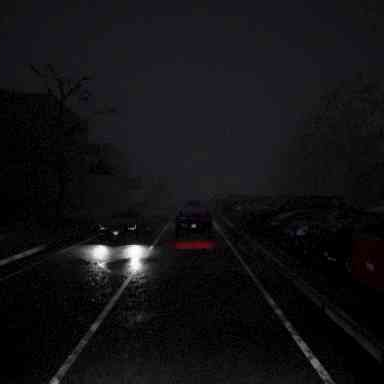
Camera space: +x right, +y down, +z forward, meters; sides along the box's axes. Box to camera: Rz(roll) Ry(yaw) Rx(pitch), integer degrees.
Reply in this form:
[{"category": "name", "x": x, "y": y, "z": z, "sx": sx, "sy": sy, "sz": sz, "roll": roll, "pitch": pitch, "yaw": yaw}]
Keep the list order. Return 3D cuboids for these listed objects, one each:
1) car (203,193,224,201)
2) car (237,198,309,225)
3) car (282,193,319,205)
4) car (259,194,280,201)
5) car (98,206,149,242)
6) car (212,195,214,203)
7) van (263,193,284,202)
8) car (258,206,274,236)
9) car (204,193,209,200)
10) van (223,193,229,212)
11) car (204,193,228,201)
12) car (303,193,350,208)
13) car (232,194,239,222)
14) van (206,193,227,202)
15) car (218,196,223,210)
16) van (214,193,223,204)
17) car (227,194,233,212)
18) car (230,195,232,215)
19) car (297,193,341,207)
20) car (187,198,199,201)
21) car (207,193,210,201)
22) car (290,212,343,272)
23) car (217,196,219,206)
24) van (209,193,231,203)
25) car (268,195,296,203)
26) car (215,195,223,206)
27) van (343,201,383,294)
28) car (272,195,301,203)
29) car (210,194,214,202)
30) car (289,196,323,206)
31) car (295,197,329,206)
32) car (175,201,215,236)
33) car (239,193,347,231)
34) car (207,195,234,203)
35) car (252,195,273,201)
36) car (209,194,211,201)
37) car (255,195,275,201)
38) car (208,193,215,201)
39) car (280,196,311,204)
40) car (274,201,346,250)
[{"category": "car", "x": 5.605, "y": 1.238, "z": 88.104, "sx": 5.566, "sy": 2.045, "sz": 2.435, "roll": 0, "pitch": 0, "yaw": 0}, {"category": "car", "x": 5.627, "y": 1.338, "z": 23.632, "sx": 4.553, "sy": 1.767, "sz": 2.185, "roll": 0, "pitch": 0, "yaw": 0}, {"category": "car", "x": 18.656, "y": 1.163, "z": 57.461, "sx": 5.566, "sy": 2.045, "sz": 2.435, "roll": 0, "pitch": 0, "yaw": 0}, {"category": "car", "x": 18.625, "y": 1.323, "z": 79.739, "sx": 4.553, "sy": 1.767, "sz": 2.185, "roll": 0, "pitch": 0, "yaw": 0}, {"category": "car", "x": -3.253, "y": 1.505, "z": 16.610, "sx": 1.837, "sy": 1.490, "sz": 4.892, "roll": 0, "pitch": 0, "yaw": 0}, {"category": "car", "x": 5.652, "y": 1.455, "z": 46.058, "sx": 4.792, "sy": 1.488, "sz": 2.163, "roll": 0, "pitch": 0, "yaw": 0}, {"category": "van", "x": 18.774, "y": 1.216, "z": 76.958, "sx": 4.442, "sy": 1.987, "sz": 1.878, "roll": 0, "pitch": 0, "yaw": 0}, {"category": "car", "x": 5.669, "y": 1.518, "z": 15.222, "sx": 4.674, "sy": 1.452, "sz": 2.002, "roll": 0, "pitch": 0, "yaw": 0}, {"category": "car", "x": 5.624, "y": 1.172, "z": 62.875, "sx": 5.566, "sy": 2.045, "sz": 2.435, "roll": 0, "pitch": 0, "yaw": 0}, {"category": "van", "x": 5.528, "y": 1.224, "z": 32.041, "sx": 4.442, "sy": 1.987, "sz": 1.878, "roll": 0, "pitch": 0, "yaw": 0}, {"category": "car", "x": 5.605, "y": 1.201, "z": 79.694, "sx": 5.566, "sy": 2.045, "sz": 2.435, "roll": 0, "pitch": 0, "yaw": 0}, {"category": "car", "x": 18.673, "y": 1.171, "z": 46.444, "sx": 5.566, "sy": 2.045, "sz": 2.435, "roll": 0, "pitch": 0, "yaw": 0}, {"category": "car", "x": 5.634, "y": 1.217, "z": 20.828, "sx": 5.566, "sy": 2.045, "sz": 2.435, "roll": 0, "pitch": 0, "yaw": 0}, {"category": "van", "x": 5.464, "y": 1.214, "z": 74.089, "sx": 4.442, "sy": 1.987, "sz": 1.878, "roll": 0, "pitch": 0, "yaw": 0}, {"category": "car", "x": 5.635, "y": 1.444, "z": 34.845, "sx": 5.008, "sy": 1.535, "sz": 2.097, "roll": 0, "pitch": 0, "yaw": 0}, {"category": "van", "x": 5.510, "y": 1.205, "z": 43.254, "sx": 4.442, "sy": 1.987, "sz": 1.878, "roll": 0, "pitch": 0, "yaw": 0}, {"category": "car", "x": 5.680, "y": 1.329, "z": 29.238, "sx": 4.553, "sy": 1.767, "sz": 2.185, "roll": 0, "pitch": 0, "yaw": 0}, {"category": "car", "x": 5.622, "y": 1.333, "z": 26.435, "sx": 4.553, "sy": 1.767, "sz": 2.185, "roll": 0, "pitch": 0, "yaw": 0}, {"category": "car", "x": 18.668, "y": 1.167, "z": 49.106, "sx": 5.566, "sy": 2.045, "sz": 2.435, "roll": 0, "pitch": 0, "yaw": 0}, {"category": "car", "x": 0.090, "y": 1.470, "z": 39.713, "sx": 1.837, "sy": 1.490, "sz": 4.892, "roll": 0, "pitch": 0, "yaw": 0}, {"category": "car", "x": 5.596, "y": 1.420, "z": 60.067, "sx": 4.892, "sy": 1.521, "sz": 2.231, "roll": 0, "pitch": 0, "yaw": 0}, {"category": "car", "x": 5.674, "y": 1.489, "z": 9.616, "sx": 4.892, "sy": 1.521, "sz": 2.231, "roll": 0, "pitch": 0, "yaw": 0}, {"category": "car", "x": 5.607, "y": 1.469, "z": 37.648, "sx": 4.792, "sy": 1.488, "sz": 2.163, "roll": 0, "pitch": 0, "yaw": 0}, {"category": "van", "x": 5.703, "y": 1.206, "z": 68.482, "sx": 4.442, "sy": 1.987, "sz": 1.878, "roll": 0, "pitch": 0, "yaw": 0}, {"category": "car", "x": 18.481, "y": 1.426, "z": 68.600, "sx": 5.366, "sy": 1.575, "sz": 1.946, "roll": 0, "pitch": 0, "yaw": 0}, {"category": "car", "x": 5.602, "y": 1.465, "z": 40.452, "sx": 4.792, "sy": 1.488, "sz": 2.163, "roll": 0, "pitch": 0, "yaw": 0}, {"category": "van", "x": 5.801, "y": 1.267, "z": 6.812, "sx": 4.442, "sy": 1.987, "sz": 1.878, "roll": 0, "pitch": 0, "yaw": 0}, {"category": "car", "x": 18.665, "y": 1.425, "z": 65.814, "sx": 5.008, "sy": 1.535, "sz": 2.097, "roll": 0, "pitch": 0, "yaw": 0}, {"category": "car", "x": 5.803, "y": 1.418, "z": 48.862, "sx": 5.366, "sy": 1.575, "sz": 1.946, "roll": 0, "pitch": 0, "yaw": 0}, {"category": "car", "x": 18.683, "y": 1.414, "z": 54.674, "sx": 5.008, "sy": 1.535, "sz": 2.097, "roll": 0, "pitch": 0, "yaw": 0}, {"category": "car", "x": 18.690, "y": 1.455, "z": 52.014, "sx": 4.674, "sy": 1.452, "sz": 2.002, "roll": 0, "pitch": 0, "yaw": 0}, {"category": "car", "x": 0.089, "y": 1.474, "z": 18.427, "sx": 1.882, "sy": 1.535, "sz": 5.008, "roll": 0, "pitch": 0, "yaw": 0}, {"category": "car", "x": 5.638, "y": 1.222, "z": 18.025, "sx": 5.566, "sy": 2.045, "sz": 2.435, "roll": 0, "pitch": 0, "yaw": 0}, {"category": "car", "x": 5.586, "y": 1.427, "z": 65.678, "sx": 5.008, "sy": 1.535, "sz": 2.097, "roll": 0, "pitch": 0, "yaw": 0}, {"category": "car", "x": 18.661, "y": 1.485, "z": 88.093, "sx": 5.008, "sy": 1.535, "sz": 2.097, "roll": 0, "pitch": 0, "yaw": 0}, {"category": "car", "x": 5.608, "y": 1.417, "z": 51.661, "sx": 5.008, "sy": 1.535, "sz": 2.097, "roll": 0, "pitch": 0, "yaw": 0}, {"category": "car", "x": 18.658, "y": 1.510, "z": 85.306, "sx": 4.674, "sy": 1.452, "sz": 2.002, "roll": 0, "pitch": 0, "yaw": 0}, {"category": "car", "x": 5.575, "y": 1.446, "z": 57.269, "sx": 4.792, "sy": 1.488, "sz": 2.163, "roll": 0, "pitch": 0, "yaw": 0}, {"category": "car", "x": 18.708, "y": 1.446, "z": 60.244, "sx": 4.792, "sy": 1.488, "sz": 2.163, "roll": 0, "pitch": 0, "yaw": 0}, {"category": "car", "x": 5.707, "y": 1.357, "z": 12.419, "sx": 4.553, "sy": 1.767, "sz": 2.185, "roll": 0, "pitch": 0, "yaw": 0}]
